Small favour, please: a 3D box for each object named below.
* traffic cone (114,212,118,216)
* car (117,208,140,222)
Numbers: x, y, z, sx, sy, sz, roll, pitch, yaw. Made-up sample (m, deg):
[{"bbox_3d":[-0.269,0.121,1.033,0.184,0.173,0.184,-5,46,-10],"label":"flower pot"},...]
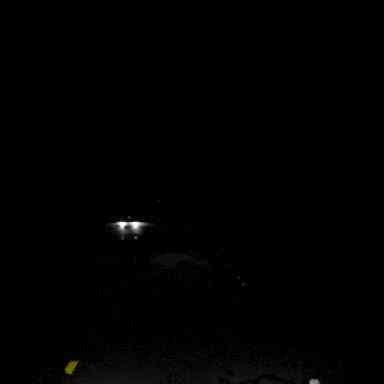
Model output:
[{"bbox_3d":[-12.363,3.581,54.543,0.340,0.580,0.340,0,-3,-17],"label":"traffic cone"},{"bbox_3d":[-6.183,2.243,32.969,1.994,1.385,4.181,0,-2,-10],"label":"car"}]
